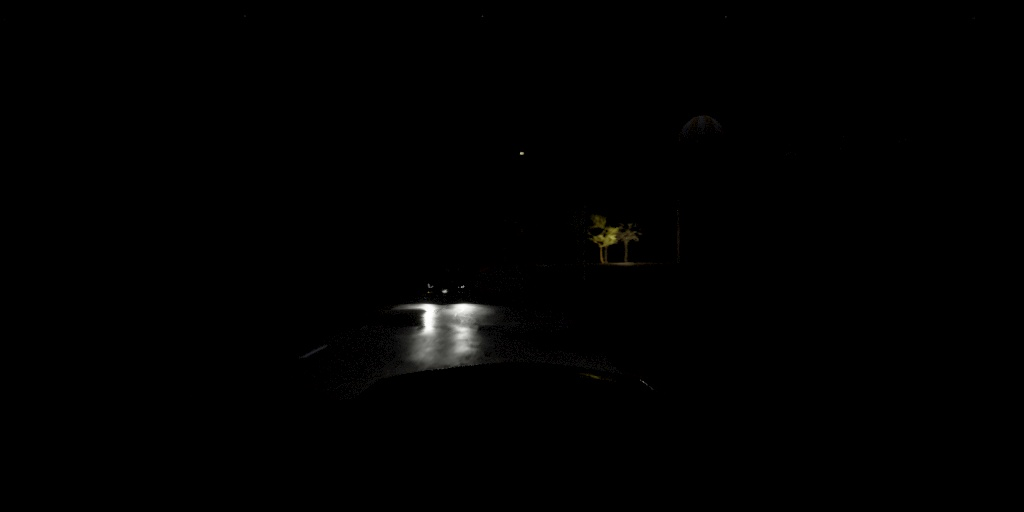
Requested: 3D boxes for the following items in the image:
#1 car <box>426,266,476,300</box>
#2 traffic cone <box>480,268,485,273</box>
[{"bbox_3d":[-2.855,1.256,17.622,1.837,1.490,4.892,0,0,0],"label":"car"},{"bbox_3d":[-3.867,1.798,44.697,0.340,0.580,0.340,0,0,0],"label":"traffic cone"}]
